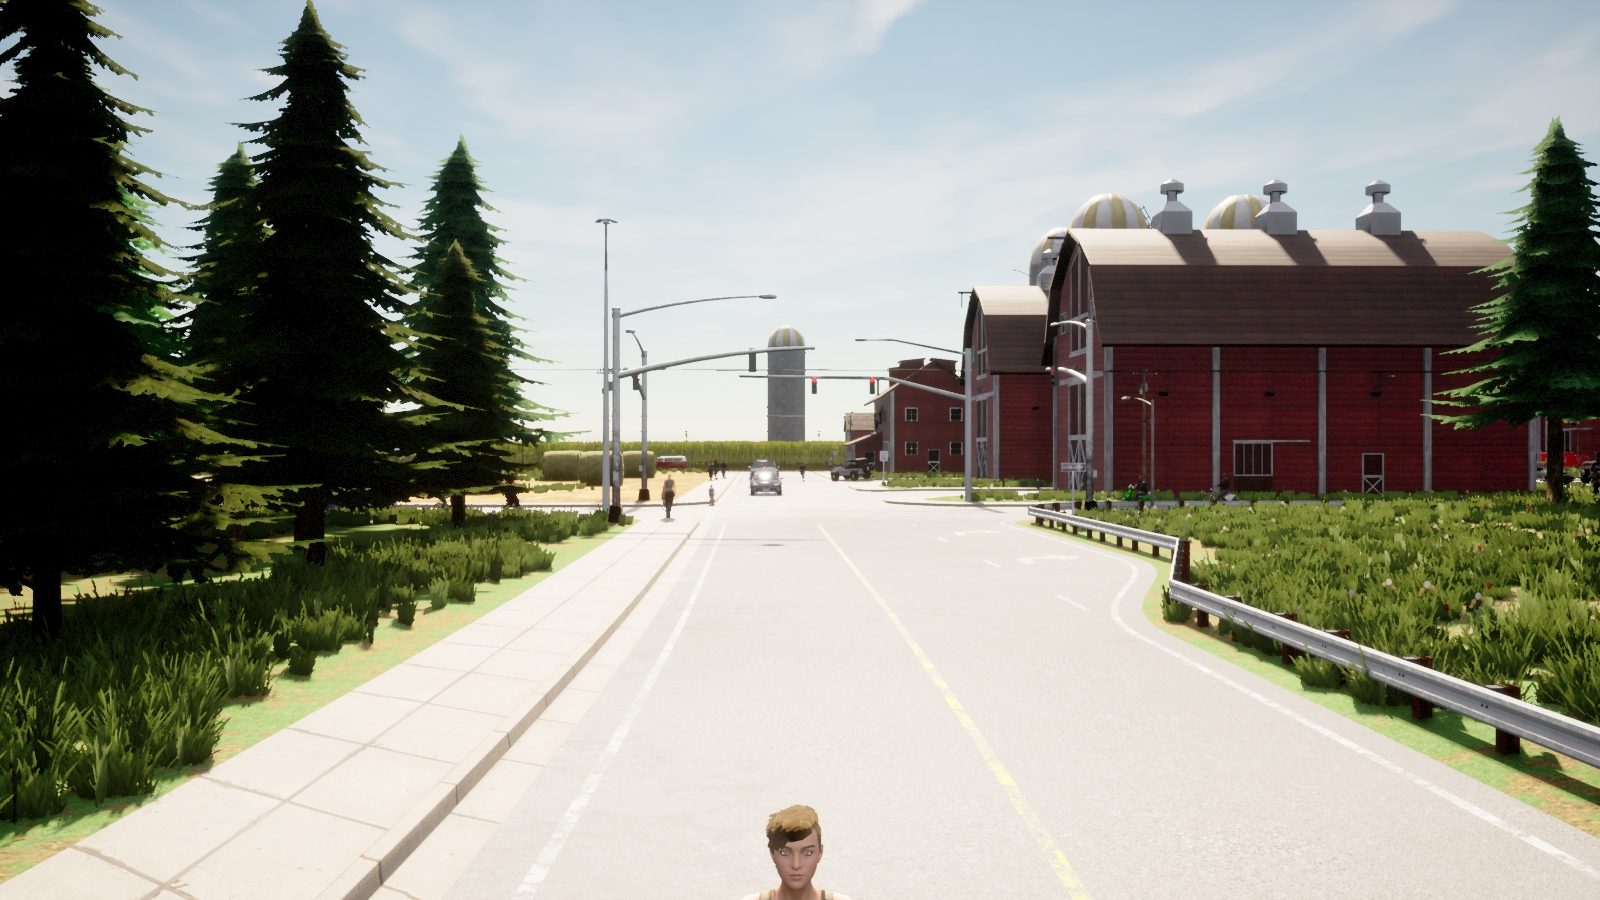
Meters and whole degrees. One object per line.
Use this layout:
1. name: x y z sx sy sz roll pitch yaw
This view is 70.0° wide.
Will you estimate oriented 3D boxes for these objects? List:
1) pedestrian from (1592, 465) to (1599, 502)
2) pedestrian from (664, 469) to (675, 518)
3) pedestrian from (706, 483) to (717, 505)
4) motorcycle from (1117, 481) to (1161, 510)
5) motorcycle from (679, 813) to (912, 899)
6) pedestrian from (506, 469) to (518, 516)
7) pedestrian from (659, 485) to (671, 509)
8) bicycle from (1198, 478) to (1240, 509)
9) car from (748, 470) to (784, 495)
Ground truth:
1. pedestrian: 40.711 1.700 58.278 0.375 1.860 0.375 0 0 -6
2. pedestrian: -4.993 1.672 43.794 0.375 1.860 0.375 0 0 -14
3. pedestrian: -4.442 2.210 57.647 0.500 1.100 0.500 0 0 3
4. motorcycle: 15.989 2.145 53.899 1.805 1.316 0.856 0 0 -1
5. motorcycle: -0.013 2.128 3.457 0.764 1.307 2.356 0 0 0
6. pedestrian: -11.541 1.699 45.770 0.375 1.860 0.375 0 0 1
7. pedestrian: -6.427 2.227 54.356 0.500 1.100 0.500 0 0 -2
8. bicycle: 19.800 2.064 53.998 1.835 1.471 0.329 0 0 -1
9. car: -2.153 2.036 72.119 2.163 1.488 4.792 0 0 -2
